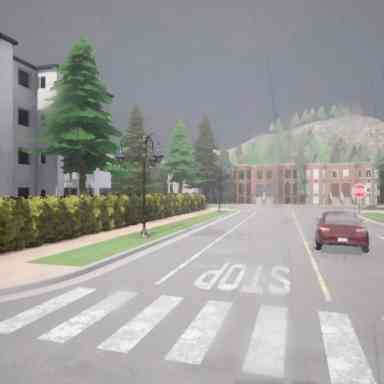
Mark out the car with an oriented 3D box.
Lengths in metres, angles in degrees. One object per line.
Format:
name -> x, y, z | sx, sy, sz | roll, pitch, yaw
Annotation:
car -> 6.124, 1.523, 13.872 | 1.812, 1.442, 4.674 | 0, 0, 21
